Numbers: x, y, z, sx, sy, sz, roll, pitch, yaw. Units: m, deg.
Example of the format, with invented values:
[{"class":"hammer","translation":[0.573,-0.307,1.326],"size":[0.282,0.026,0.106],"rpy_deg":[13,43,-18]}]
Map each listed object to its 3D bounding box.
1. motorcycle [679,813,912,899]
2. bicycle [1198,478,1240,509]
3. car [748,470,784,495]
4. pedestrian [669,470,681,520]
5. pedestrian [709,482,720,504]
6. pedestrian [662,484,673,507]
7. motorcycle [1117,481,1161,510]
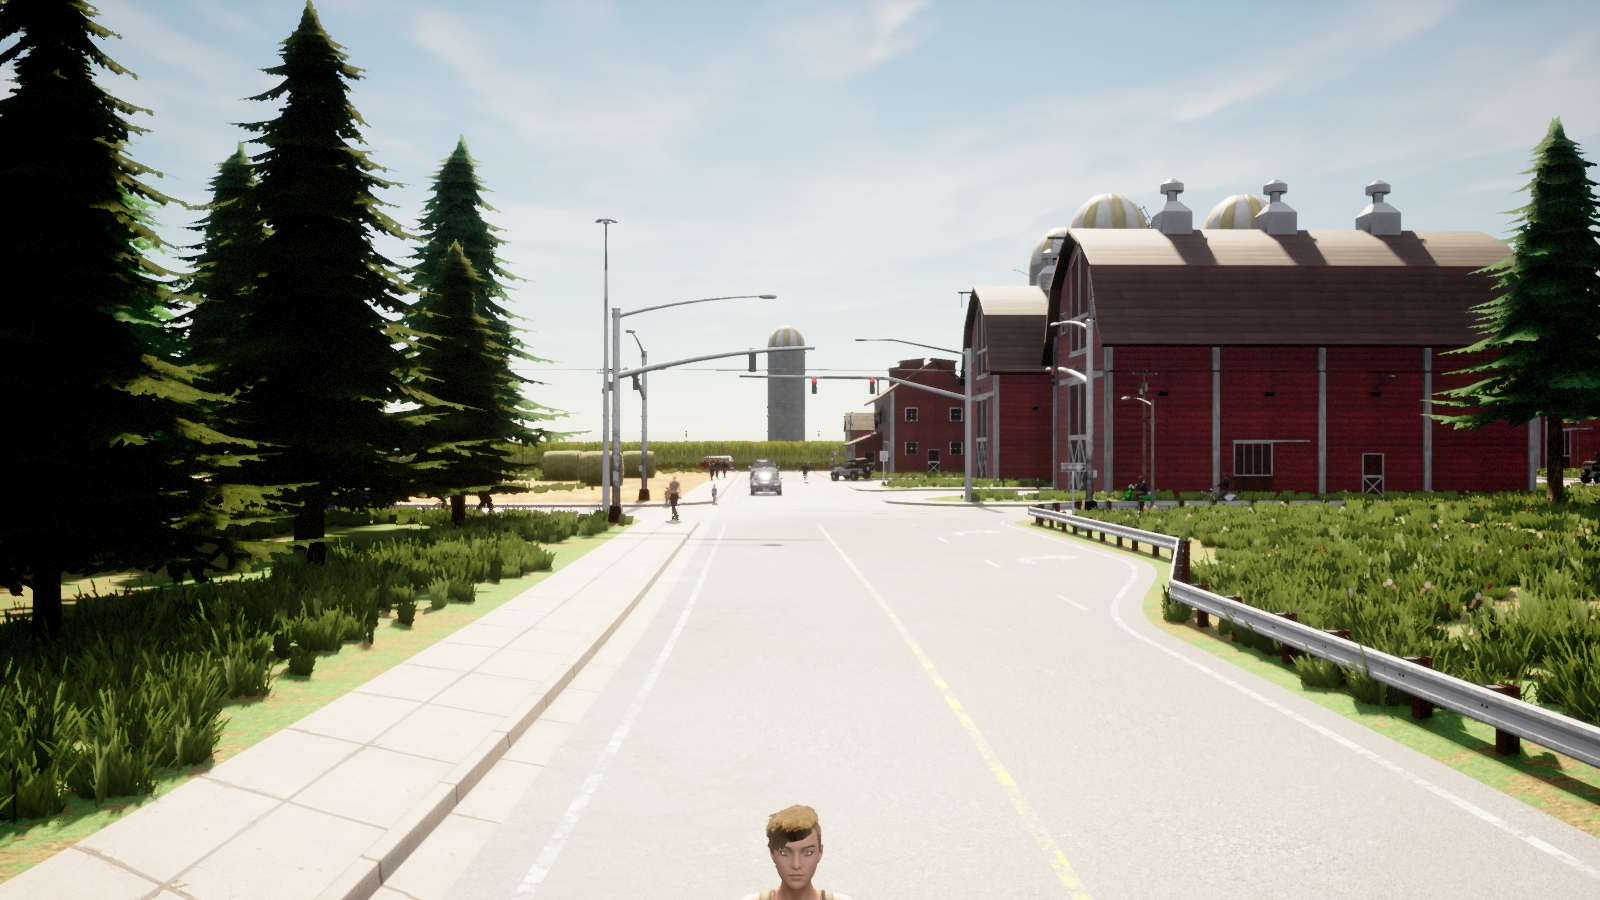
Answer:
[{"class":"motorcycle","translation":[-0.013,2.128,3.457],"size":[0.764,1.307,2.356],"rpy_deg":[0,0,0]},{"class":"bicycle","translation":[19.800,2.064,53.998],"size":[1.835,1.471,0.329],"rpy_deg":[0,0,-1]},{"class":"car","translation":[-2.153,2.036,72.119],"size":[2.163,1.488,4.792],"rpy_deg":[0,0,-2]},{"class":"pedestrian","translation":[-4.661,1.672,42.663],"size":[0.375,1.860,0.375],"rpy_deg":[0,0,-22]},{"class":"pedestrian","translation":[-4.359,2.205,58.315],"size":[0.500,1.100,0.500],"rpy_deg":[0,0,-1]},{"class":"pedestrian","translation":[-6.449,2.227,55.581],"size":[0.500,1.100,0.500],"rpy_deg":[0,0,-2]},{"class":"motorcycle","translation":[15.989,2.145,53.899],"size":[1.805,1.316,0.856],"rpy_deg":[0,0,-1]}]
